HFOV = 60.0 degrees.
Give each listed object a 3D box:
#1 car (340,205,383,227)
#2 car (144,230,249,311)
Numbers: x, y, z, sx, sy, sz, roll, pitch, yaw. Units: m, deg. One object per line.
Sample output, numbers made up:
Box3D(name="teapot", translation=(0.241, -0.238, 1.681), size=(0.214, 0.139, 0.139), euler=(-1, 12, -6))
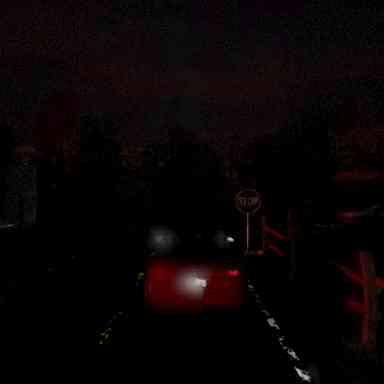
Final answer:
Box3D(name="car", translation=(13.044, 1.687, 23.842), size=(4.674, 1.442, 1.812), euler=(1, 0, 0))
Box3D(name="car", translation=(0.077, 1.563, 7.823), size=(1.994, 1.385, 4.181), euler=(0, 0, 0))
